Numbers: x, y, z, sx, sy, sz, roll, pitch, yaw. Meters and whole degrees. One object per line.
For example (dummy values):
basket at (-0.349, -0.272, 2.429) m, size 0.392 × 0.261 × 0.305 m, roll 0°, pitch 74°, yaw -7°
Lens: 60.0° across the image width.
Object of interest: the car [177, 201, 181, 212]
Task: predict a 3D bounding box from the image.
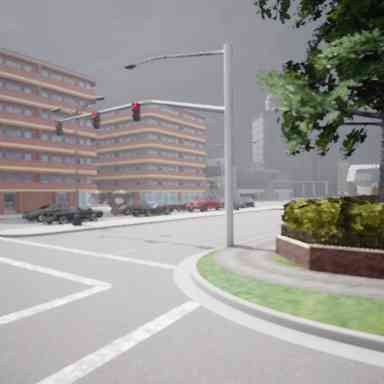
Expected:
car at (-1.382, 1.823, 43.271) m, size 1.895 × 1.301 × 4.718 m, roll -1°, pitch 0°, yaw 36°

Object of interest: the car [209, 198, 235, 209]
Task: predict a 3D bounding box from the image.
car at (4.652, 1.747, 51.545) m, size 1.812 × 1.442 × 4.674 m, roll -1°, pitch 0°, yaw 36°

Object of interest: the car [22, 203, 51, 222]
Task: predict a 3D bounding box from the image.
car at (-12.008, 1.728, 28.620) m, size 1.837 × 1.490 × 4.892 m, roll -1°, pitch 0°, yaw 36°

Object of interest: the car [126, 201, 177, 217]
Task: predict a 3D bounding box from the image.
car at (-4.004, 1.792, 33.699) m, size 1.895 × 1.301 × 4.718 m, roll -1°, pitch 0°, yaw 36°

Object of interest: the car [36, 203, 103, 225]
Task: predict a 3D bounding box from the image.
car at (-9.399, 1.794, 26.291) m, size 1.895 × 1.301 × 4.718 m, roll -1°, pitch 0°, yaw 33°

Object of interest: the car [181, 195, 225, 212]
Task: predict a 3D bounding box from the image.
car at (1.552, 1.414, 41.358) m, size 2.150 × 2.045 × 5.566 m, roll -1°, pitch 0°, yaw 36°

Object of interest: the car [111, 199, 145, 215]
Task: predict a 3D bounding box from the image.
car at (-6.622, 1.574, 36.045) m, size 2.097 × 1.767 × 4.553 m, roll -1°, pitch 0°, yaw 35°

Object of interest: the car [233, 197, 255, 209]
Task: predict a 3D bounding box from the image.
car at (7.588, 1.543, 49.635) m, size 2.097 × 1.767 × 4.553 m, roll -1°, pitch 0°, yaw 36°
